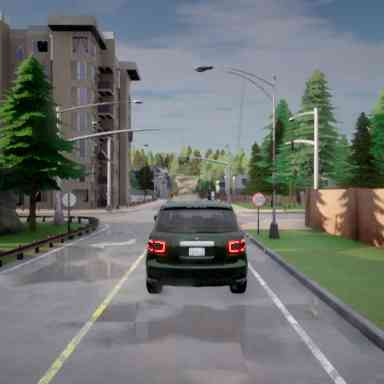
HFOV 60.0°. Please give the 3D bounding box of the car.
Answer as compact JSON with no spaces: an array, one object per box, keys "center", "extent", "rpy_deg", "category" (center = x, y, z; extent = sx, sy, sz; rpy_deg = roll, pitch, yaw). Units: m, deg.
[{"center":[0.097,1.219,8.958],"extent":[2.150,2.045,5.566],"rpy_deg":[0,0,0],"category":"car"}]
